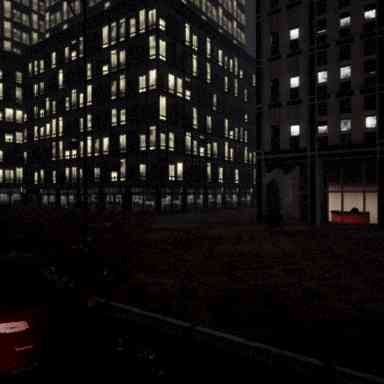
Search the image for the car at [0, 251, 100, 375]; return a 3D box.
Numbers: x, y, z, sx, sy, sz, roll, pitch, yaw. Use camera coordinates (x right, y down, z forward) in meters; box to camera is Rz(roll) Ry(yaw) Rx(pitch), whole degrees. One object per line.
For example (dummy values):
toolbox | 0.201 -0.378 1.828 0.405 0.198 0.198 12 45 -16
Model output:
car | -3.173 1.582 5.122 4.206 1.307 1.802 0 0 36
